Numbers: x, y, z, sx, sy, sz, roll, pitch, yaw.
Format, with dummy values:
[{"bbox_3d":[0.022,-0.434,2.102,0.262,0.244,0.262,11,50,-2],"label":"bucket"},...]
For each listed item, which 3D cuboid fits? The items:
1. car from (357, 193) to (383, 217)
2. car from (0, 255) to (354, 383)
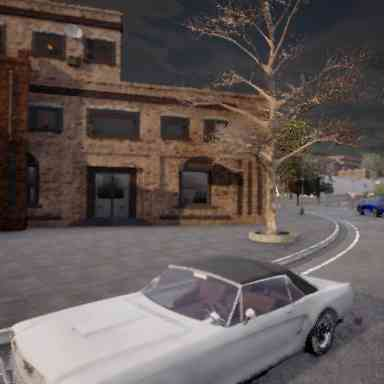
[{"bbox_3d":[18.145,1.362,32.299,2.150,2.045,5.566,1,-1,5],"label":"car"},{"bbox_3d":[0.211,1.636,4.398,4.718,1.301,1.895,0,0,-41],"label":"car"}]
